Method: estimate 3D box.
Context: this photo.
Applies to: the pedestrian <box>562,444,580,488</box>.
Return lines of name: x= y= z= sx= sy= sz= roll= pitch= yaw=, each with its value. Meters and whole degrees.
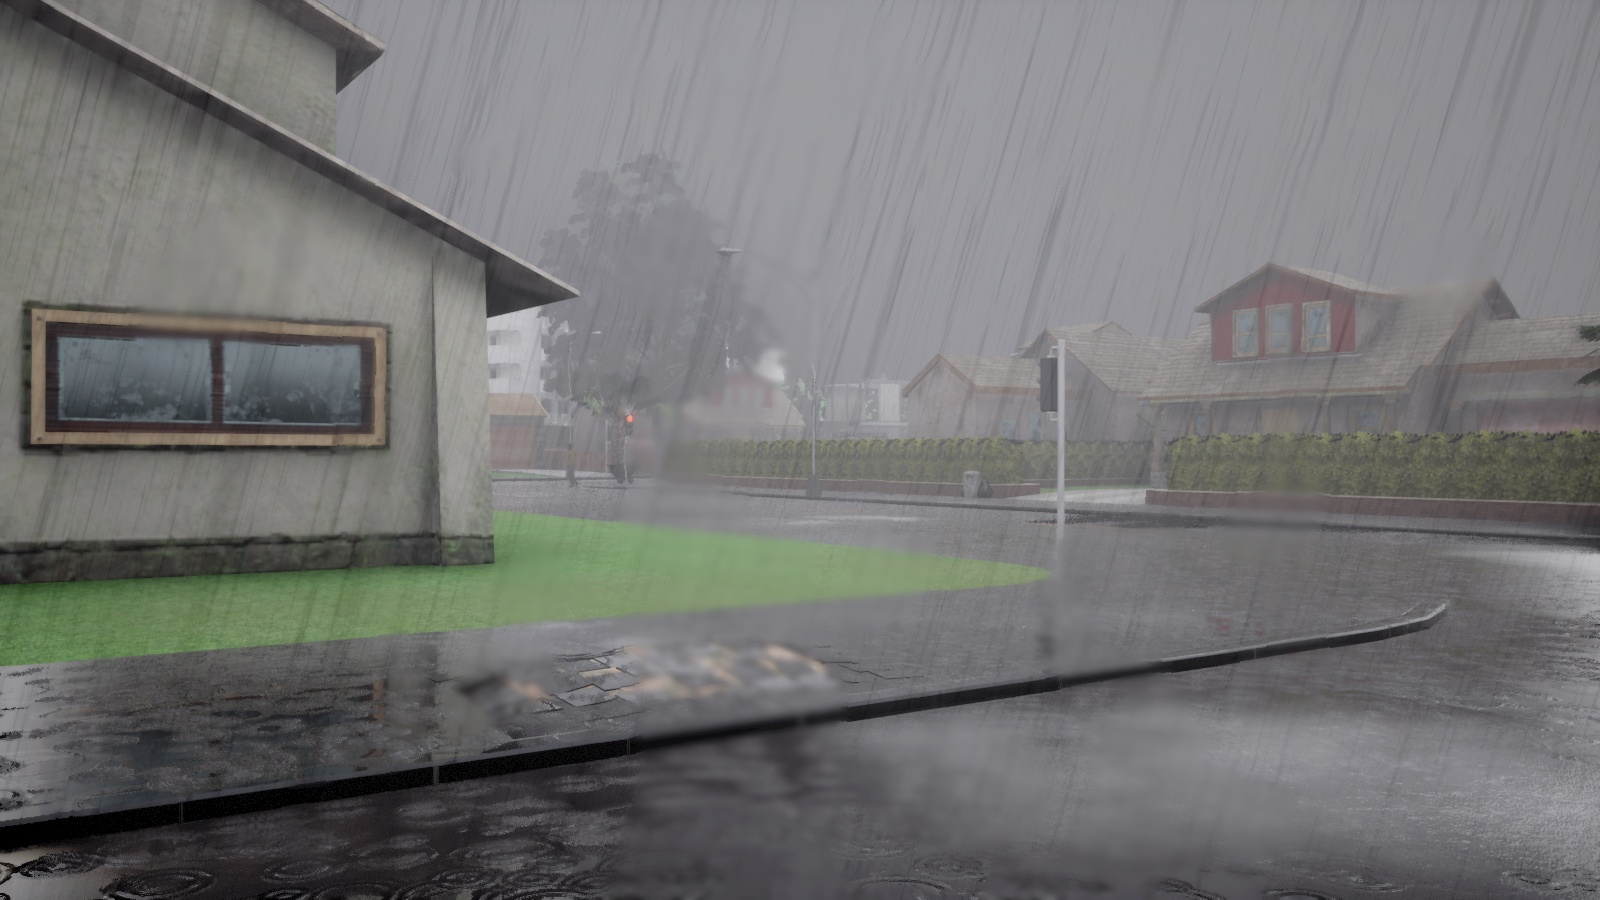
pedestrian: x=-9.597 y=0.674 z=52.538 sx=0.709 sy=1.840 sz=0.431 roll=0 pitch=0 yaw=-14
